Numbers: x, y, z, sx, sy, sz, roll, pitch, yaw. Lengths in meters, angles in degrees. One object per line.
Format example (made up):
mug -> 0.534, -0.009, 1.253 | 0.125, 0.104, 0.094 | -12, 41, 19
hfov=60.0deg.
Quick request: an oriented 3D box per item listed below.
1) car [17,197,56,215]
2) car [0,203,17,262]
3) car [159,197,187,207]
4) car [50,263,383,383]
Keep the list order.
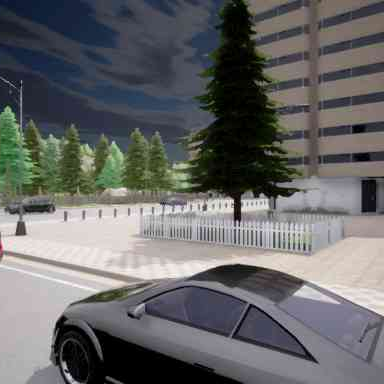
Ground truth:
car -> -16.280, 1.352, 33.627 | 2.097, 1.767, 4.553 | 0, 0, 35
car -> -7.415, 1.221, 9.228 | 5.566, 2.045, 2.150 | 0, 0, 36
car -> -2.911, 1.547, 52.369 | 2.033, 1.411, 5.357 | 0, 0, 36
car -> 0.274, 1.564, 3.796 | 4.181, 1.385, 1.994 | 0, 0, 35
